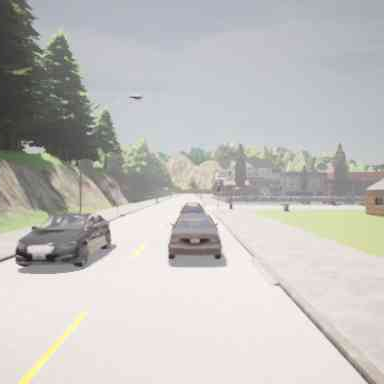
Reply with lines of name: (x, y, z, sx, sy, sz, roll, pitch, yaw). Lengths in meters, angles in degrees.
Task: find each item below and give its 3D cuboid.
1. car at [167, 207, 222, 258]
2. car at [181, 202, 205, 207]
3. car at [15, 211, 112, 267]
car: (0.095, 1.505, 12.537, 2.033, 1.411, 5.357, 0, 0, 0)
car: (0.061, 1.477, 25.591, 1.994, 1.385, 4.181, 0, 0, 0)
car: (-4.079, 1.453, 11.334, 2.128, 1.511, 4.902, 0, 0, 0)
